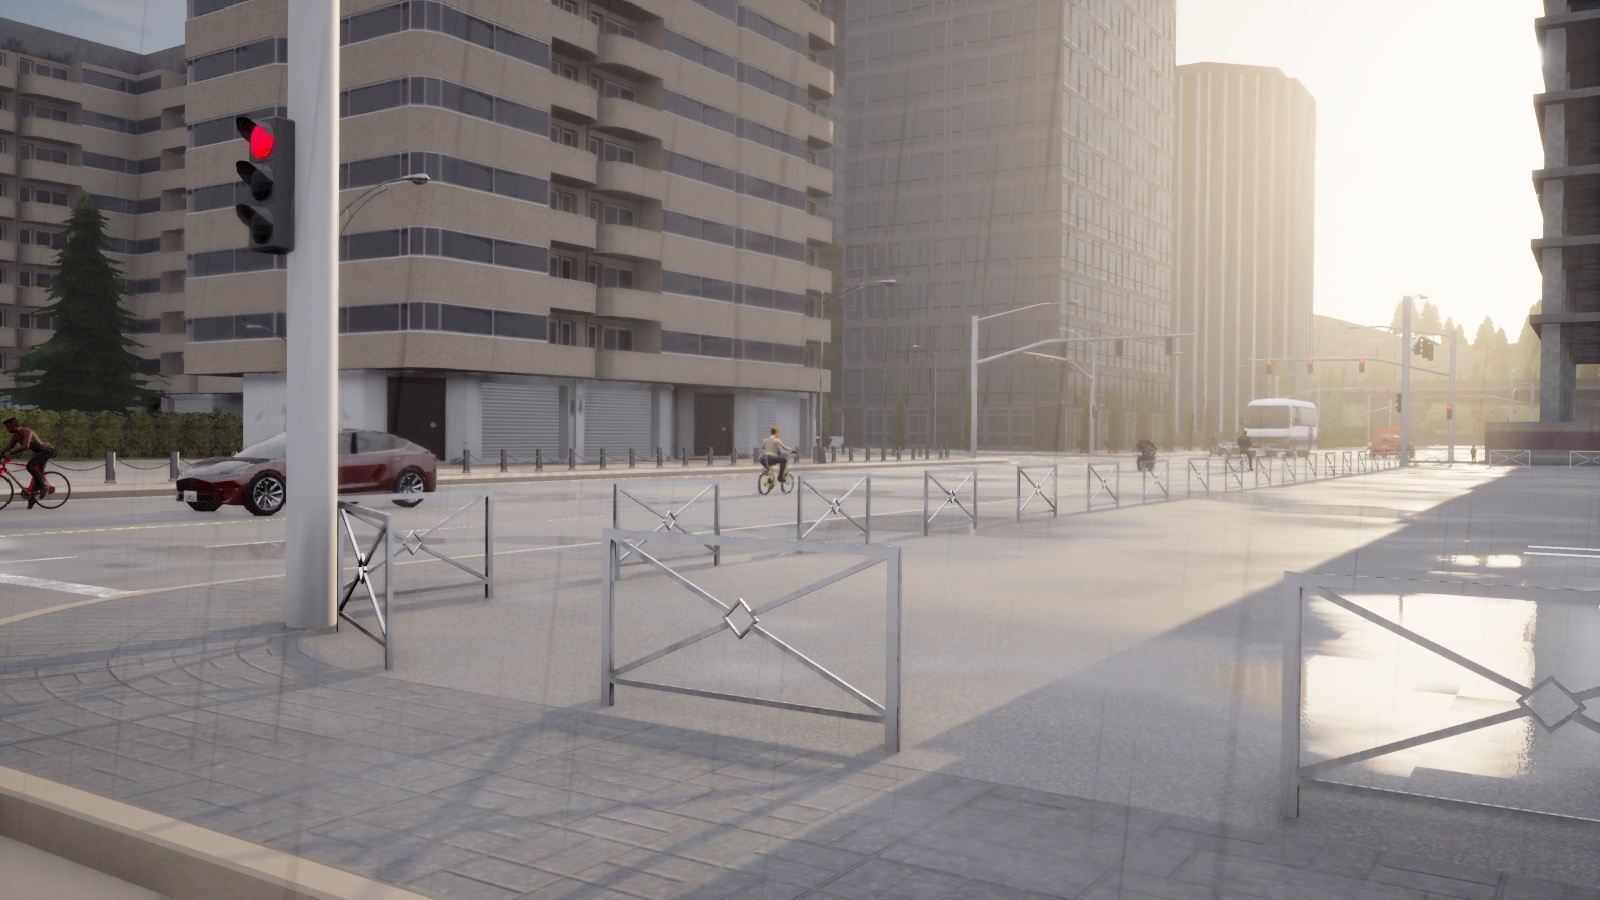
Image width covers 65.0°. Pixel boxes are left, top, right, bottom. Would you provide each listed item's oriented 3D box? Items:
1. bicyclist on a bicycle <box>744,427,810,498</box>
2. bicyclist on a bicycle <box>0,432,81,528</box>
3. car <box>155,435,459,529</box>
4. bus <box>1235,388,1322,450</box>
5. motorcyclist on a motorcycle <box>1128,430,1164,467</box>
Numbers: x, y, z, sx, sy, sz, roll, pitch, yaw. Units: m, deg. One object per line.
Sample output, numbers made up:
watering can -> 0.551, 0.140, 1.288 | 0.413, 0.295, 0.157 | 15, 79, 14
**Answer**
bicyclist on a bicycle -> -0.528, 0.271, 29.448 | 0.866, 1.612, 1.509 | 0, 1, 32
bicyclist on a bicycle -> -13.599, 0.507, 21.982 | 0.582, 1.620, 1.656 | 0, 1, 33
car -> -8.837, 0.498, 22.939 | 2.163, 1.488, 4.792 | 0, 1, 33
bus -> 35.063, -2.215, 91.767 | 3.944, 4.253, 10.273 | 0, 1, 33
motorcyclist on a motorcycle -> 14.695, -0.095, 53.325 | 0.866, 1.530, 2.191 | 0, 1, 33
